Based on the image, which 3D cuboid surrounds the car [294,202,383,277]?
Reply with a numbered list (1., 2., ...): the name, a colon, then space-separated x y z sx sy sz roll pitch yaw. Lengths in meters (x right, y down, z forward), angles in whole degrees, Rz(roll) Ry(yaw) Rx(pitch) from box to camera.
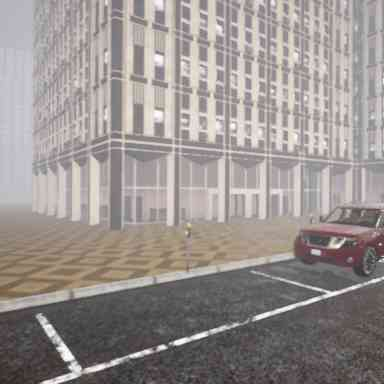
1. car: 5.362 1.278 10.297 5.009 1.841 2.192 0 1 -35
